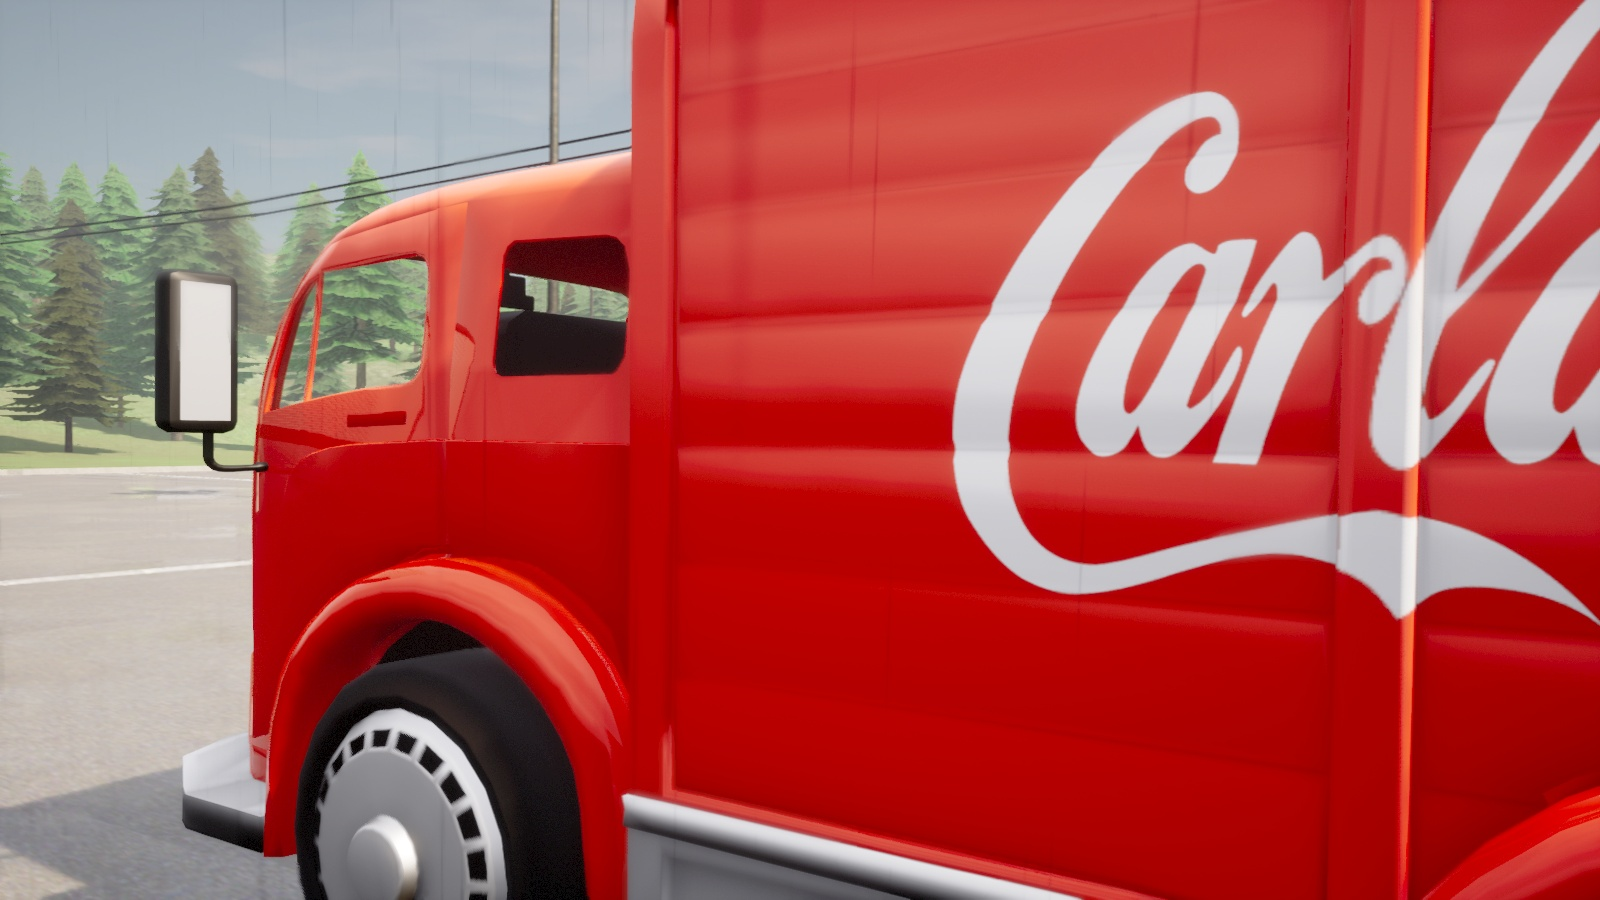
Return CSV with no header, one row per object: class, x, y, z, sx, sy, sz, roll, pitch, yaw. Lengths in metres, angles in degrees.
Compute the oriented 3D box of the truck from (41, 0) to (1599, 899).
truck,0.874,0.195,3.034,5.204,2.467,2.627,0,1,34
